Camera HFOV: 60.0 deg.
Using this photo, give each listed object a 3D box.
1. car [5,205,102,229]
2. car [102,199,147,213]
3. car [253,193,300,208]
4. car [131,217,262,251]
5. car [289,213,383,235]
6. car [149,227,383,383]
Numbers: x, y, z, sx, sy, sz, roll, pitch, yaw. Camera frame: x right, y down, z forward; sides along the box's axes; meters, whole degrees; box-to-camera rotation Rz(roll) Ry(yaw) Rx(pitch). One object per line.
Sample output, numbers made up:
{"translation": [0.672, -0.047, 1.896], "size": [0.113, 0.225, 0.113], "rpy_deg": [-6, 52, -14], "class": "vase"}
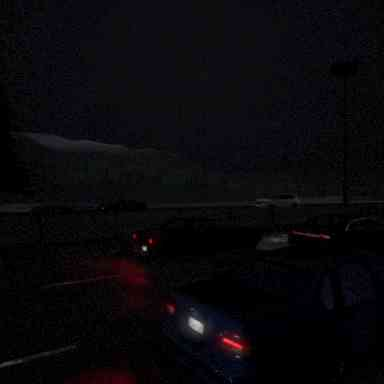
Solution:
{"translation": [-8.331, 1.504, 19.350], "size": [5.357, 1.411, 2.033], "rpy_deg": [0, 0, -33], "class": "car"}
{"translation": [-6.853, 1.442, 32.603], "size": [4.892, 1.490, 1.837], "rpy_deg": [0, 0, -30], "class": "car"}
{"translation": [9.575, 1.174, 37.413], "size": [5.566, 2.045, 2.150], "rpy_deg": [0, 0, -26], "class": "car"}
{"translation": [0.303, 1.581, 12.194], "size": [4.718, 1.301, 1.895], "rpy_deg": [0, 0, -32], "class": "car"}
{"translation": [5.384, 1.480, 11.155], "size": [4.902, 1.511, 2.128], "rpy_deg": [0, 0, -31], "class": "car"}
{"translation": [2.147, 1.541, 5.095], "size": [5.357, 1.411, 2.033], "rpy_deg": [0, 0, -33], "class": "car"}
